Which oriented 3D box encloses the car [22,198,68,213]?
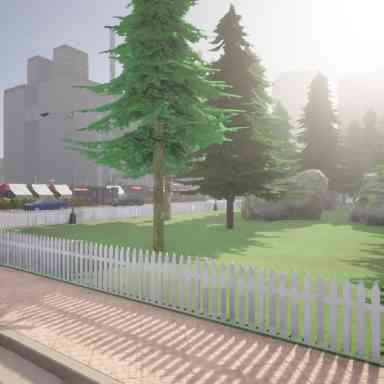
[{"bbox_3d":[-16.542,1.478,37.612,1.882,1.535,5.008,0,0,34],"label":"car"}]

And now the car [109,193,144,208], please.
[{"bbox_3d":[-9.359,1.218,48.232,2.150,2.045,5.566,0,0,34],"label":"car"}]
